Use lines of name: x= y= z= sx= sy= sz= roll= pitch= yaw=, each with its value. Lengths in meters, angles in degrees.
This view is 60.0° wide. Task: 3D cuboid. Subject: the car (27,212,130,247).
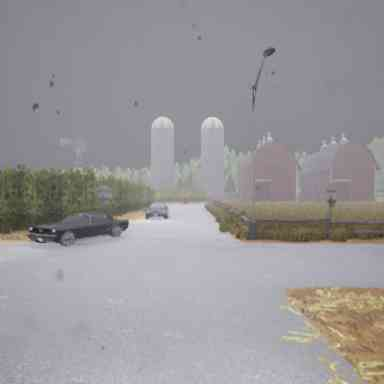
car: x=-5.163 y=1.642 z=15.678 sx=1.895 sy=1.301 sz=4.718 roll=0 pitch=0 yaw=30

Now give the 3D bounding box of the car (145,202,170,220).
car: x=-3.076 y=1.694 z=30.365 sx=1.812 sy=1.442 sz=4.674 roll=0 pitch=-1 yaw=0
